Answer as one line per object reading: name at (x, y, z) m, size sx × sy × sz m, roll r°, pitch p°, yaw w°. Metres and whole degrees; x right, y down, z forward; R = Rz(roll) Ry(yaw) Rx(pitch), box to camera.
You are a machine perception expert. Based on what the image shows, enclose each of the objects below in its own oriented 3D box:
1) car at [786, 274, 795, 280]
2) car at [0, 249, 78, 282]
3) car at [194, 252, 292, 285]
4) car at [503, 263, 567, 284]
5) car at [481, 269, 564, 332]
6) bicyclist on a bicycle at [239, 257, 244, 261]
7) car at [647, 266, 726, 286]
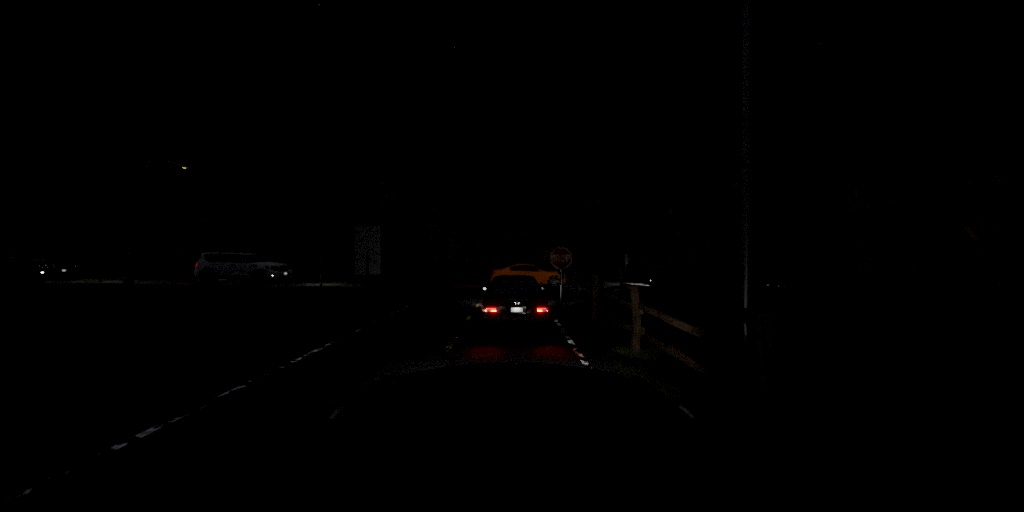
car at (22.918, 1.532, 26.417) m, size 4.892 × 1.490 × 1.837 m, roll 1°, pitch 0°, yaw 0°
car at (-32.711, 0.590, 23.964) m, size 5.566 × 2.045 × 2.150 m, roll 0°, pitch 0°, yaw 0°
car at (-17.805, 0.777, 23.833) m, size 5.566 × 2.045 × 2.150 m, roll 1°, pitch 0°, yaw 1°
car at (1.094, 1.244, 23.674) m, size 5.008 × 1.535 × 1.882 m, roll 1°, pitch 0°, yaw 0°
car at (0.060, 1.297, 10.844) m, size 2.033 × 1.411 × 5.357 m, roll 0°, pitch 0°, yaw -1°
bicyclist on a bicycle at (-22.504, 0.930, 29.853) m, size 0.582 × 1.620 × 1.656 m, roll 1°, pitch 0°, yaw 1°
car at (12.920, 1.458, 26.509) m, size 5.357 × 1.411 × 2.033 m, roll 1°, pitch 0°, yaw 0°
